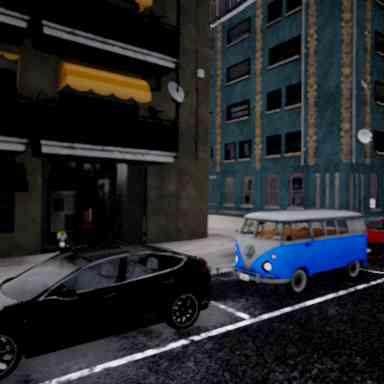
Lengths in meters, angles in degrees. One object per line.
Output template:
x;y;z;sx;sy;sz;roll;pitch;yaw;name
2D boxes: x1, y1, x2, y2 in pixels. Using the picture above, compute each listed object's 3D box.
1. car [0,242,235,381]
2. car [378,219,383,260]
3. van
-1.619;1.573;5.396;4.313;1.339;1.947;0;0;-35;car
7.376;1.599;11.809;4.507;1.381;1.887;0;0;-35;car
2.880;1.372;8.602;3.998;1.788;1.690;0;0;-35;van
